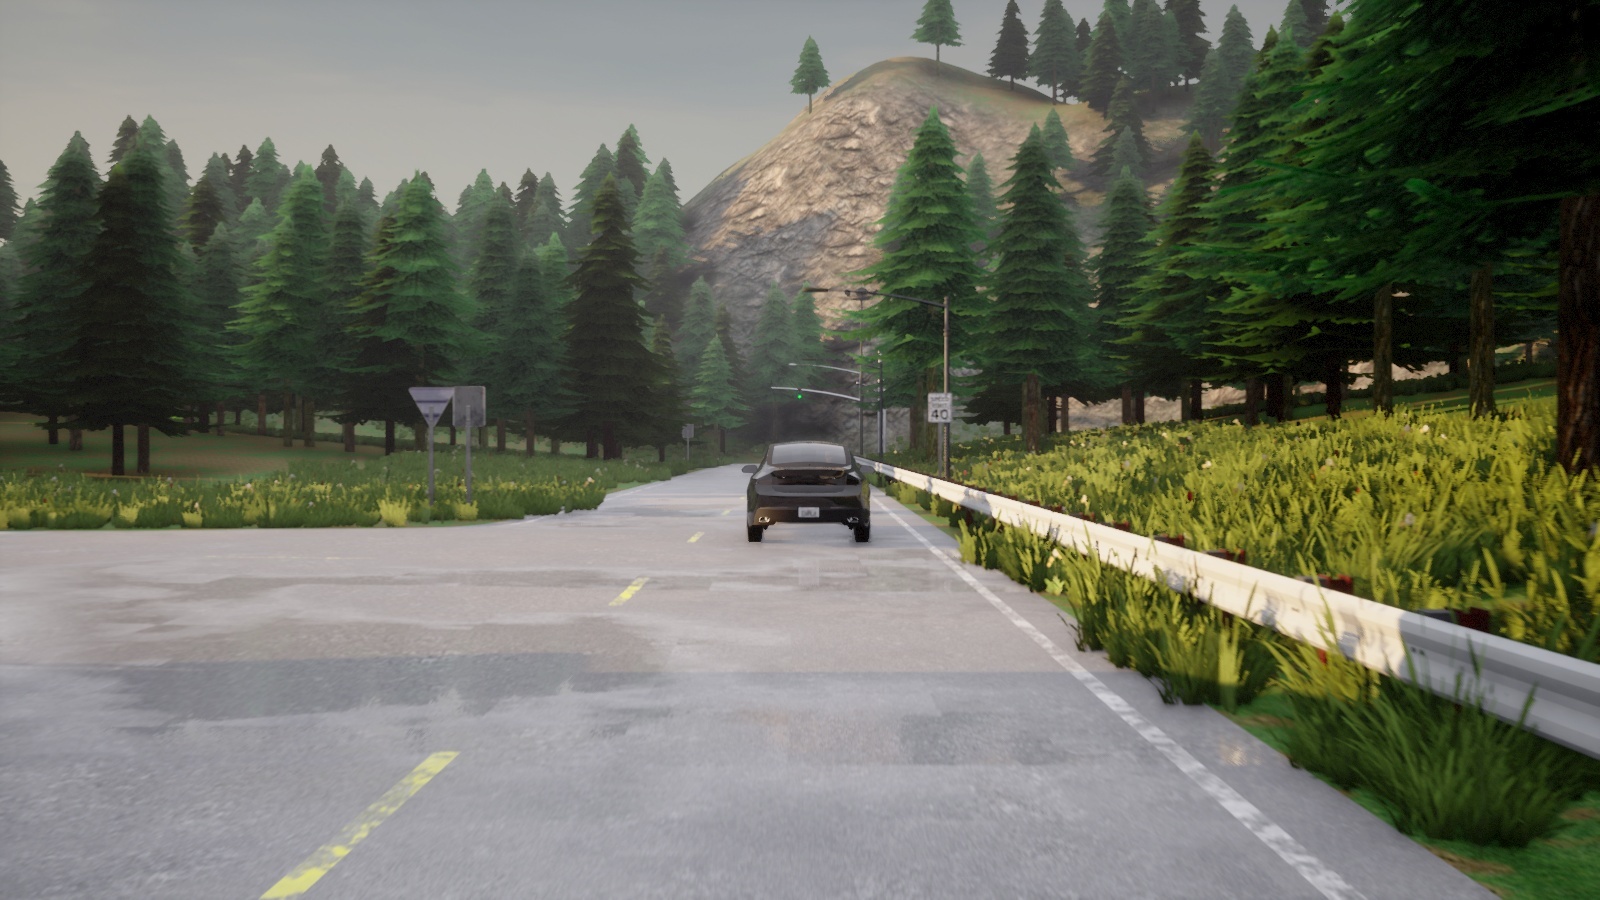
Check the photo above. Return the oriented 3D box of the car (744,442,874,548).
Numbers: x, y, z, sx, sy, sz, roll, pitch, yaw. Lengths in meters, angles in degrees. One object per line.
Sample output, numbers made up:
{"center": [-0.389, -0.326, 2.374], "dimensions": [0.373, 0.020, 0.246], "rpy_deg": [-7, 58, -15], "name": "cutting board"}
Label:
{"center": [0.133, 0.626, 20.251], "dimensions": [1.837, 1.490, 4.892], "rpy_deg": [0, 0, 0], "name": "car"}
